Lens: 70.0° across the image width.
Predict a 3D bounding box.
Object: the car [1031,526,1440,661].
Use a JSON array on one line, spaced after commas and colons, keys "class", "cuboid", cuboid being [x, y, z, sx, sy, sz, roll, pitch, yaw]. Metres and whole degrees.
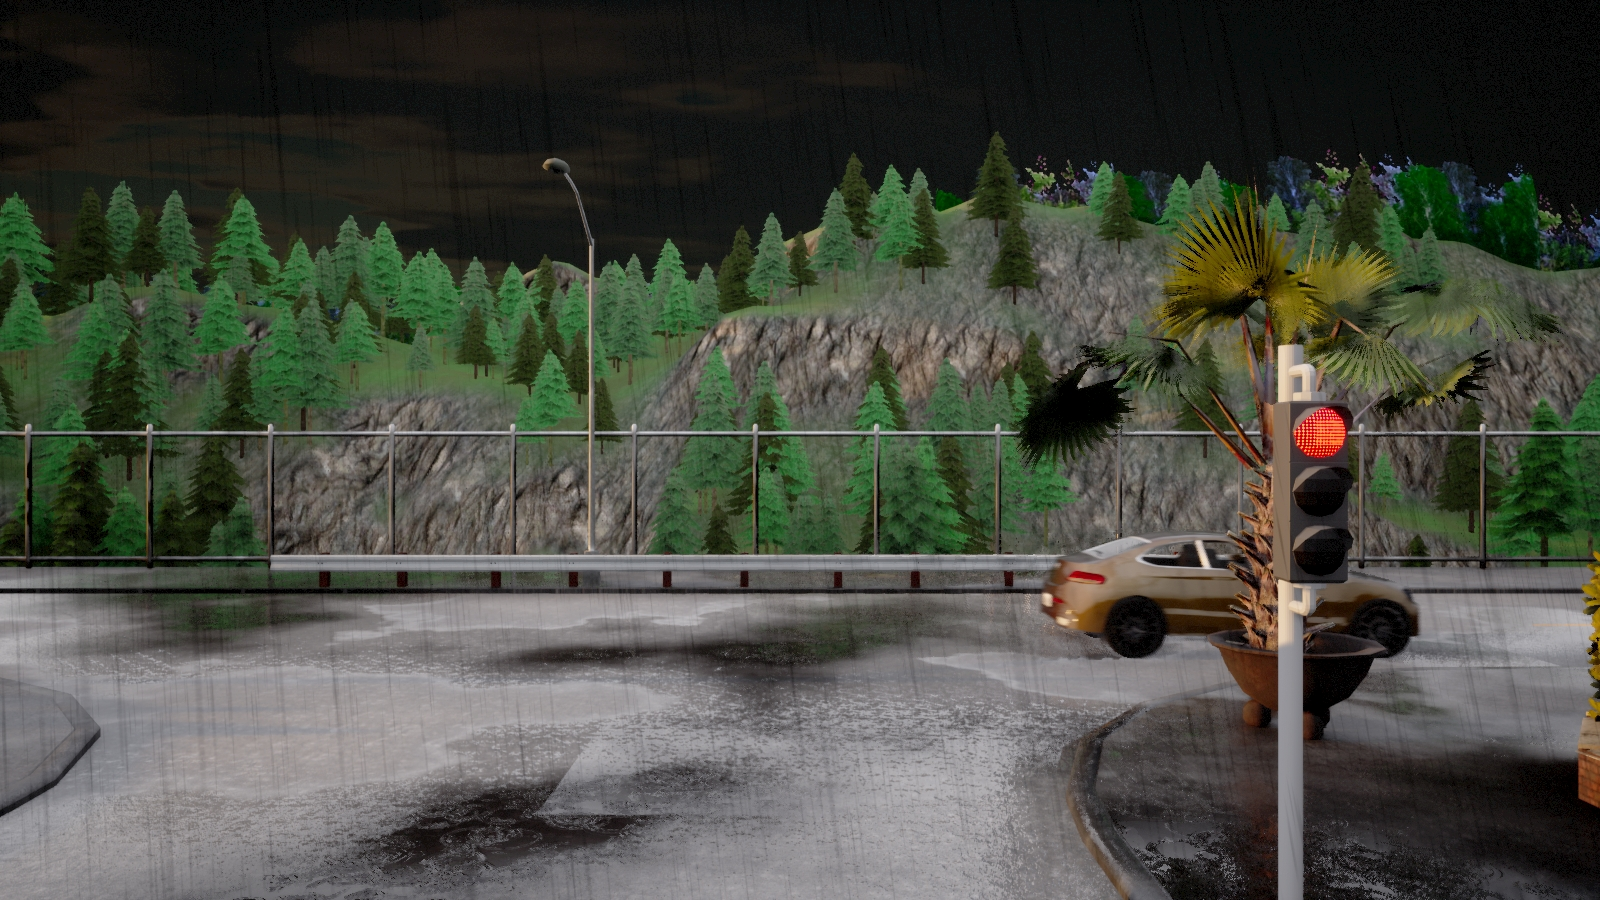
[{"class": "car", "cuboid": [6.025, 1.992, 16.328, 5.027, 1.651, 2.152, 0, 0, 0]}]
